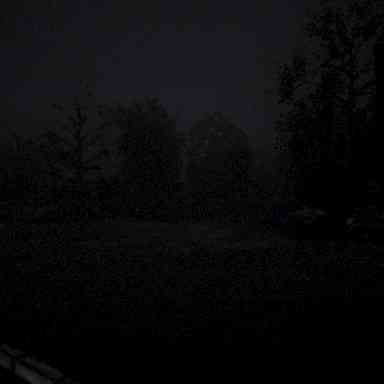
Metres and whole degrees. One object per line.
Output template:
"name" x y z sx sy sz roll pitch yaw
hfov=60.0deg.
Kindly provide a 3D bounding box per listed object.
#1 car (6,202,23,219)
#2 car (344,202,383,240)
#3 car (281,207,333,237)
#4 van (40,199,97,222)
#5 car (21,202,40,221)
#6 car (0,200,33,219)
"car" -15.105 2.013 33.256 1.946 1.575 5.366 -2 -1 35
"car" 8.900 1.342 16.258 2.185 1.767 4.553 -1 0 35
"car" 6.277 1.542 18.037 2.002 1.452 4.674 -1 0 35
"van" -10.815 1.634 29.886 1.878 1.987 4.442 -2 -1 35
"car" -12.926 1.934 31.731 1.946 1.575 5.366 -2 -1 35
"car" -19.917 1.957 36.361 2.435 2.045 5.566 -3 -2 35
